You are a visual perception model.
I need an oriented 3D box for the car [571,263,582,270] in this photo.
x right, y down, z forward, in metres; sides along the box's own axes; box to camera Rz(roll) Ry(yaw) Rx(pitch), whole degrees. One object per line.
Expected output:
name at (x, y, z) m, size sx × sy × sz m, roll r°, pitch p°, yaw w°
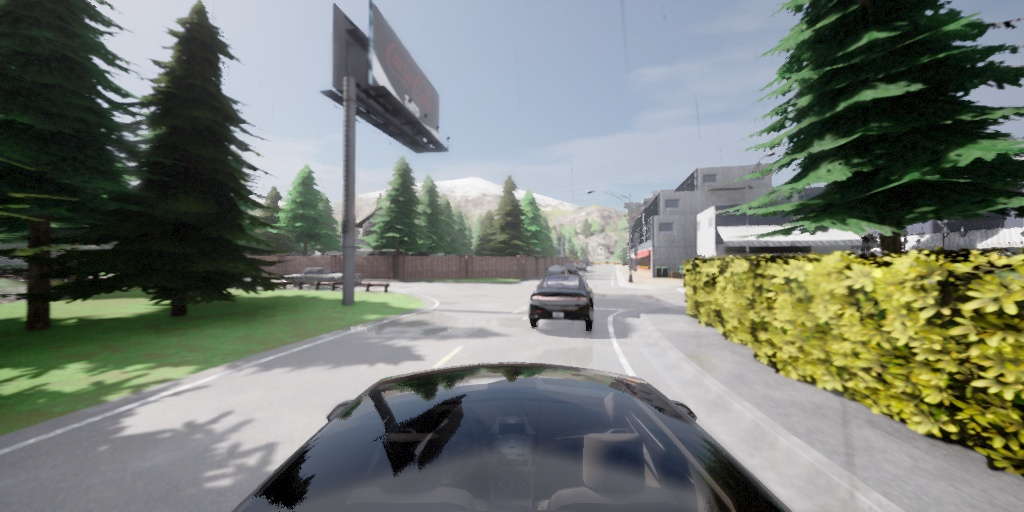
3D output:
car at (7.422, 1.677, 46.265) m, size 2.097 × 1.767 × 4.553 m, roll 0°, pitch -1°, yaw 16°

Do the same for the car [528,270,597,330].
car at (1.725, 1.372, 11.809) m, size 2.128 × 1.511 × 4.902 m, roll 0°, pitch -1°, yaw 12°

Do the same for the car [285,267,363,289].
car at (-12.260, 1.415, 23.528) m, size 4.718 × 1.301 × 1.895 m, roll 0°, pitch -1°, yaw 15°

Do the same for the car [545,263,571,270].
car at (4.404, 1.662, 35.616) m, size 1.882 × 1.535 × 5.008 m, roll 0°, pitch -1°, yaw 16°

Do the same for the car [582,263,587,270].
car at (12.027, 2.042, 62.372) m, size 1.837 × 1.490 × 4.892 m, roll 0°, pitch -1°, yaw 16°

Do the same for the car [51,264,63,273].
car at (-48.490, 1.435, 36.928) m, size 5.357 × 1.411 × 2.033 m, roll 0°, pitch -1°, yaw 15°

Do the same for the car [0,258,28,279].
car at (-45.778, 1.167, 32.502) m, size 5.566 × 2.045 × 2.150 m, roll 0°, pitch -1°, yaw 15°
